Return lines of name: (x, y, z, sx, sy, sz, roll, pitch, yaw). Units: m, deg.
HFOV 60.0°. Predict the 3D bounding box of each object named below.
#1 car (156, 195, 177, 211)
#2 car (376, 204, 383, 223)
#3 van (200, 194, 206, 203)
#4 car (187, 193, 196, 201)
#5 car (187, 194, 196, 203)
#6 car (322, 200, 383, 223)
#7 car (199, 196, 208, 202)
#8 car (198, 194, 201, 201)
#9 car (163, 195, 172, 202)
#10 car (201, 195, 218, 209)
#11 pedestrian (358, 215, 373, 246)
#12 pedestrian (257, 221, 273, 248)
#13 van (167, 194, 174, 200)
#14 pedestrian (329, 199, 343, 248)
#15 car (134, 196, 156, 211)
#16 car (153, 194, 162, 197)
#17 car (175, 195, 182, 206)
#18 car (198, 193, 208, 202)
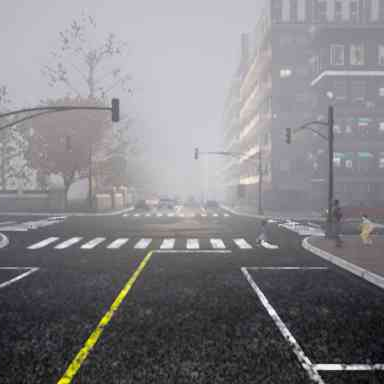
car: (-3.167, 1.489, 40.560, 1.812, 1.442, 4.674, 0, 0, 0)
car: (16.595, 1.868, 24.862, 4.181, 1.385, 1.994, 1, 0, -1)
van: (2.598, 1.301, 50.997, 1.690, 1.788, 3.998, 0, 0, 0)
car: (-0.148, 1.200, 78.836, 2.097, 1.767, 4.553, 0, 0, 0)
car: (-0.130, 1.510, 68.447, 2.033, 1.411, 5.357, 0, 0, 0)
car: (13.415, 1.568, 27.435, 5.009, 1.841, 2.192, 1, -1, -1)
car: (2.553, 1.509, 73.517, 1.887, 1.381, 4.507, 0, 0, 0)
car: (2.575, 1.401, 62.257, 1.967, 1.590, 4.097, 0, 0, 0)
car: (-5.837, 1.407, 79.131, 1.967, 1.590, 4.097, 0, 0, 0)
car: (2.608, 1.506, 45.366, 1.887, 1.381, 4.507, 0, 0, 0)
pedestrian: (6.748, 1.413, 12.815, 0.375, 1.300, 0.375, 0, 0, 0)
pedestrian: (2.941, 1.276, 13.408, 0.375, 1.860, 0.375, 0, 0, 0)
van: (-5.860, 1.317, 90.392, 1.690, 1.788, 3.998, 0, 0, 0)
pedestrian: (5.298, 1.124, 12.213, 0.375, 1.860, 0.375, 0, 0, 0)
car: (-5.762, 1.529, 39.720, 1.947, 1.339, 4.313, 0, 0, 0)
car: (-5.783, 1.485, 50.811, 1.752, 1.417, 4.829, 0, 0, 0)
car: (-3.183, 1.560, 55.358, 1.895, 1.301, 4.718, 0, 0, 0)
car: (2.543, 1.282, 79.148, 2.192, 1.841, 5.009, 0, 0, 0)
